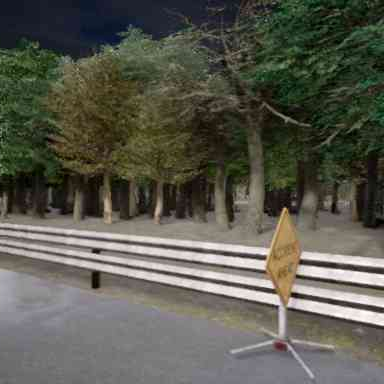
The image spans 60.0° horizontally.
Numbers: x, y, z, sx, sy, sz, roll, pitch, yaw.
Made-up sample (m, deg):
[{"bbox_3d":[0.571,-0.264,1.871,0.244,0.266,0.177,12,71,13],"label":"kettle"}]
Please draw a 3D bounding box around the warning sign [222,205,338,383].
[{"bbox_3d":[1.178,1.128,4.322,1.060,1.860,1.300,0,0,35],"label":"warning sign"}]
